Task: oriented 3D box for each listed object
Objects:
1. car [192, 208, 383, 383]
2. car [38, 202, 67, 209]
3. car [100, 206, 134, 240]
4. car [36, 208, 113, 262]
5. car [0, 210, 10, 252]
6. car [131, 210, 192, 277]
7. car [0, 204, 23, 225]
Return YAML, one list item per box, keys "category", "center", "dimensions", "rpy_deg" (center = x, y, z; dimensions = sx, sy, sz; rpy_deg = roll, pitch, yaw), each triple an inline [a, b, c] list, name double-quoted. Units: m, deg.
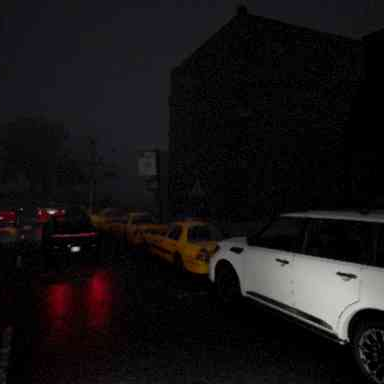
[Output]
- category: "car"
  center: [2.372, 1.277, 5.486]
  dimensions: [2.435, 2.045, 5.566]
  rpy_deg: [0, -1, -26]
- category: "car"
  center: [-10.958, 1.580, 26.114]
  dimensions: [2.097, 1.767, 4.553]
  rpy_deg: [0, -1, -22]
- category: "car"
  center: [-5.020, 1.656, 20.633]
  dimensions: [1.946, 1.575, 5.366]
  rpy_deg: [0, -1, -26]
- category: "car"
  center: [-4.710, 1.602, 12.693]
  dimensions: [2.128, 1.511, 4.902]
  rpy_deg: [0, 0, -25]
- category: "car"
  center: [-7.629, 1.589, 11.263]
  dimensions: [2.128, 1.511, 4.902]
  rpy_deg: [0, 0, -25]
- category: "car"
  center: [-0.177, 1.570, 10.703]
  dimensions: [1.946, 1.575, 5.366]
  rpy_deg: [0, -1, -26]
- category: "car"
  center: [-14.264, 1.690, 25.640]
  dimensions: [1.882, 1.535, 5.008]
  rpy_deg: [0, 0, -22]
